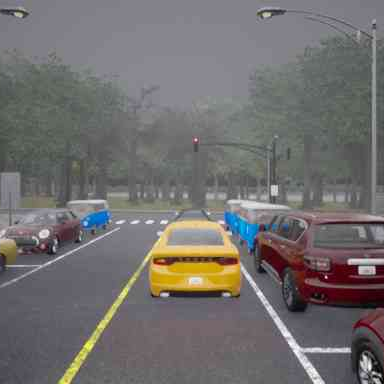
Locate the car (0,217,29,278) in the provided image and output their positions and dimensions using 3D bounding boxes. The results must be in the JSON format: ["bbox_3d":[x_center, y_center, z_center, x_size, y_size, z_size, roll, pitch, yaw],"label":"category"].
[{"bbox_3d":[-5.772,1.524,7.443,1.752,1.417,4.829,0,0,0],"label":"car"}]

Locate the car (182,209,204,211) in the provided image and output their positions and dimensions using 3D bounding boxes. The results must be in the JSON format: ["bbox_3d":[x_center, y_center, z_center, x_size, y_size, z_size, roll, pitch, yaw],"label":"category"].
[{"bbox_3d":[0.039,1.563,17.500,1.994,1.385,4.181,0,0,0],"label":"car"}]

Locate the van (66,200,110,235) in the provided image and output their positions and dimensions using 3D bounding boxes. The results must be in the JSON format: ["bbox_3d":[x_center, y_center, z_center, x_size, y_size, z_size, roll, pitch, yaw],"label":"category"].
[{"bbox_3d":[-5.786,1.340,18.489,1.690,1.788,3.998,0,0,0],"label":"van"}]

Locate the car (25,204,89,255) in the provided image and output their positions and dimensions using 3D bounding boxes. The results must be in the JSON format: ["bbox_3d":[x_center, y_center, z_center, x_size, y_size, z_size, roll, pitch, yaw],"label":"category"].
[{"bbox_3d":[-5.779,1.439,13.051,1.967,1.590,4.097,0,0,0],"label":"car"}]

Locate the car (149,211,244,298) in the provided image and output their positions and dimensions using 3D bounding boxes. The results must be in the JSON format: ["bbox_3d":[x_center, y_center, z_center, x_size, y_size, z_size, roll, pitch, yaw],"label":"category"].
[{"bbox_3d":[0.076,1.477,8.578,1.882,1.535,5.008,0,0,0],"label":"car"}]

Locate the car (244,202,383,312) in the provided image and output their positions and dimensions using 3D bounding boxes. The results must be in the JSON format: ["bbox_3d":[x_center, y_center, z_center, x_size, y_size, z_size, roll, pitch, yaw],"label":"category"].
[{"bbox_3d":[2.753,1.314,7.624,2.192,1.841,5.009,0,0,0],"label":"car"}]

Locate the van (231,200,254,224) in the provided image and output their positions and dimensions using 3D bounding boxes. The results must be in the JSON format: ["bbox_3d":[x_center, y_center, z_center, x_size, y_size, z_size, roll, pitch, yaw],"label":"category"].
[{"bbox_3d":[2.746,1.340,13.061,1.690,1.788,3.998,0,0,0],"label":"van"}]

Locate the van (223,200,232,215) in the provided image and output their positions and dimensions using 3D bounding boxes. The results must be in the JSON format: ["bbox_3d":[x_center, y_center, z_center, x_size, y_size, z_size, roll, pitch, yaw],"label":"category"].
[{"bbox_3d":[2.739,1.340,18.499,1.690,1.788,3.998,0,0,0],"label":"van"}]

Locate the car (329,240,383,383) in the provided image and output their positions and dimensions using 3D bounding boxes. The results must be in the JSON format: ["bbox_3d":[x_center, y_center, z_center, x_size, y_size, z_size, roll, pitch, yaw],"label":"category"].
[{"bbox_3d":[2.759,1.440,2.186,1.967,1.590,4.097,0,0,0],"label":"car"}]
